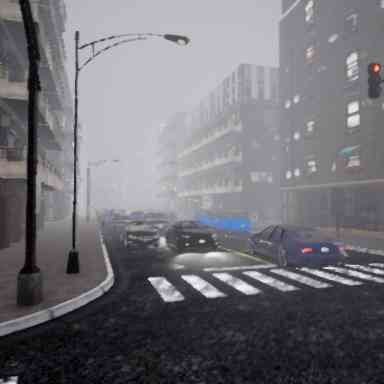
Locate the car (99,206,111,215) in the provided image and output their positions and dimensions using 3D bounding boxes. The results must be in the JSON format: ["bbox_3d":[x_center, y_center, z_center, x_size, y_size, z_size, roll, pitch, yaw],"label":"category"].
[{"bbox_3d":[-18.811,4.049,71.632,2.192,1.841,5.009,1,-2,-17],"label":"car"}]

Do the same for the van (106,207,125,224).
[{"bbox_3d":[-7.642,2.612,34.126,1.690,1.788,3.998,1,-2,-17],"label":"van"}]

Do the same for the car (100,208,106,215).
[{"bbox_3d":[-12.428,3.466,50.190,1.947,1.339,4.313,1,-2,-17],"label":"car"}]

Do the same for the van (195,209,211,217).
[{"bbox_3d":[1.507,2.488,31.014,1.690,1.788,3.998,1,-2,-17],"label":"van"}]

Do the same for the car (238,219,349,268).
[{"bbox_3d":[3.784,1.994,13.083,2.033,1.411,5.357,0,-2,-11],"label":"car"}]

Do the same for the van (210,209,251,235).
[{"bbox_3d":[3.102,2.277,25.656,1.690,1.788,3.998,1,-2,-17],"label":"van"}]

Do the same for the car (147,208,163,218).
[{"bbox_3d":[-6.471,3.634,57.799,1.967,1.590,4.097,1,-2,-17],"label":"car"}]

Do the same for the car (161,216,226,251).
[{"bbox_3d":[-0.090,2.178,17.398,1.994,1.385,4.181,1,-2,-17],"label":"car"}]

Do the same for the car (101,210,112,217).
[{"bbox_3d":[-15.619,3.899,60.906,1.802,1.307,4.206,1,-2,-17],"label":"car"}]

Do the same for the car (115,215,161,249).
[{"bbox_3d":[-2.855,2.191,18.044,2.008,1.369,4.403,1,-2,-17],"label":"car"}]

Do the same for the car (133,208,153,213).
[{"bbox_3d":[-6.010,2.873,37.322,1.882,1.535,5.008,1,-2,-16],"label":"car"}]

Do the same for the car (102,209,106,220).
[{"bbox_3d":[-9.237,3.032,39.475,2.008,1.369,4.403,1,-2,-17],"label":"car"}]

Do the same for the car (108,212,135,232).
[{"bbox_3d":[-6.046,2.643,28.759,1.802,1.307,4.206,1,-2,-17],"label":"car"}]

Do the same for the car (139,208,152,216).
[{"bbox_3d":[-9.662,4.051,68.515,1.967,1.590,4.097,1,-2,-17],"label":"car"}]

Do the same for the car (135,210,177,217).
[{"bbox_3d":[-3.050,2.496,27.341,2.128,1.511,4.902,1,-2,-17],"label":"car"}]

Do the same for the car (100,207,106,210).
[{"bbox_3d":[-14.024,3.549,55.553,1.967,1.590,4.097,1,-2,-17],"label":"car"}]

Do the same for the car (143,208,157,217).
[{"bbox_3d":[-8.066,3.843,63.157,1.967,1.590,4.097,1,-2,-17],"label":"car"}]

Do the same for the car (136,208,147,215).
[{"bbox_3d":[-11.257,4.364,73.869,1.887,1.381,4.507,1,-2,-17],"label":"car"}]
